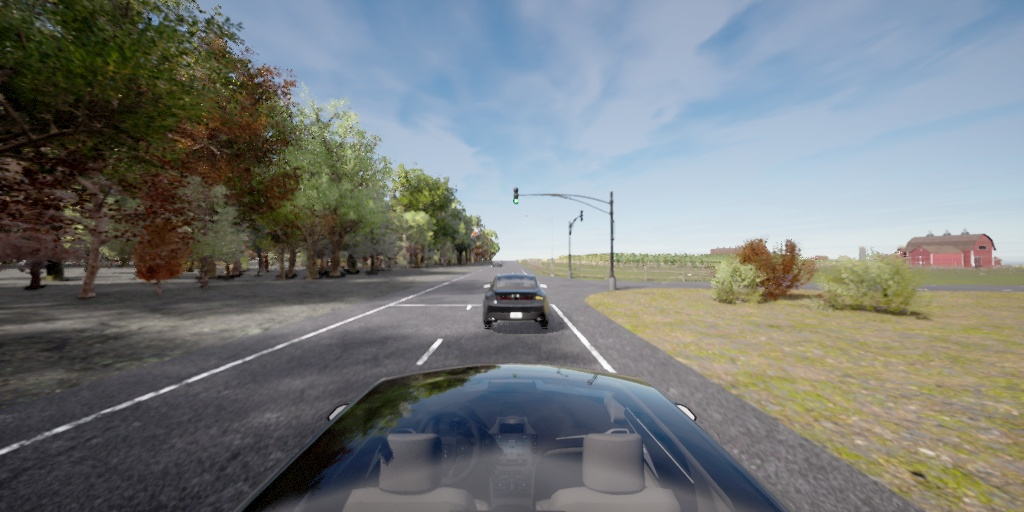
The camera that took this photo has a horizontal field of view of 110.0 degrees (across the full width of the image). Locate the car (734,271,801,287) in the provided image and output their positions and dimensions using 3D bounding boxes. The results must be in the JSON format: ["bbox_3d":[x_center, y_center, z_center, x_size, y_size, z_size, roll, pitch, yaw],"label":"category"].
[{"bbox_3d":[20.068,1.687,28.359,4.674,1.442,1.812,0,-2,1],"label":"car"}]

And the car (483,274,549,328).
[{"bbox_3d":[0.112,1.330,11.680,1.837,1.490,4.892,0,-1,0],"label":"car"}]
